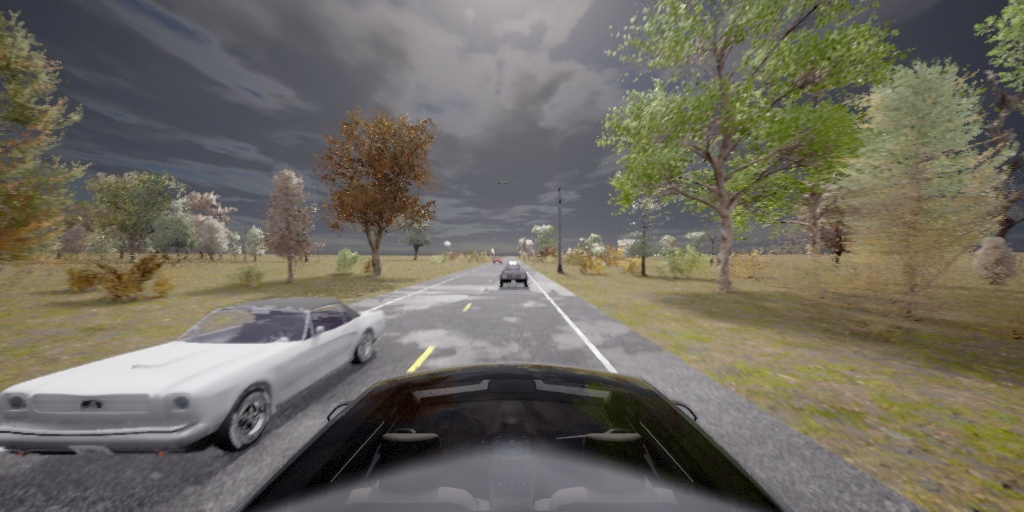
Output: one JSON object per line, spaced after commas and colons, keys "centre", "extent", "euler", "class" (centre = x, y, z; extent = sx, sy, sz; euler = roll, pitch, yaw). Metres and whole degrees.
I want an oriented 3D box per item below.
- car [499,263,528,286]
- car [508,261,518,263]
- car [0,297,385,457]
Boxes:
{"centre": [0.110, 1.356, 24.943], "extent": [1.895, 1.301, 4.718], "euler": [0, 0, 0], "class": "car"}
{"centre": [0.121, 1.323, 47.565], "extent": [1.994, 1.385, 4.181], "euler": [0, 0, 0], "class": "car"}
{"centre": [-3.597, 1.353, 5.269], "extent": [1.895, 1.301, 4.718], "euler": [0, 0, 0], "class": "car"}
